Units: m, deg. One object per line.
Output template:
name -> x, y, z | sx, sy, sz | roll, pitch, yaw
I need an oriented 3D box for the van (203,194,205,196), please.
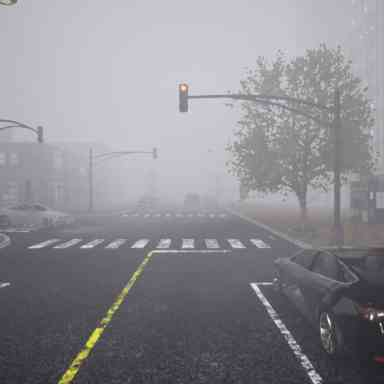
van -> 2.624, 1.345, 49.325 | 1.690, 1.788, 3.998 | 0, 0, 0

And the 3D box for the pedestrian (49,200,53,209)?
pedestrian -> -12.792, 1.319, 30.201 | 0.375, 1.300, 0.375 | 0, -1, -1

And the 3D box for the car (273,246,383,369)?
car -> 2.687, 1.566, 5.744 | 1.947, 1.339, 4.313 | 0, 0, 0

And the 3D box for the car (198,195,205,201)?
car -> 2.567, 1.534, 88.352 | 1.752, 1.417, 4.829 | 0, 0, 0

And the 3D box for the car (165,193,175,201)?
car -> -5.813, 1.324, 88.167 | 2.192, 1.841, 5.009 | 0, 0, 0

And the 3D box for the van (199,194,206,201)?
van -> 2.576, 1.349, 82.631 | 1.690, 1.788, 3.998 | 0, 0, 0

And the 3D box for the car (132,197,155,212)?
car -> -5.741, 1.584, 38.208 | 1.802, 1.307, 4.206 | 0, 0, 0

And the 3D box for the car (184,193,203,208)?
car -> 0.037, 1.225, 47.754 | 2.150, 2.045, 5.566 | 0, 0, 0

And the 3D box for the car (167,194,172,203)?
car -> -5.789, 1.532, 71.344 | 1.752, 1.417, 4.829 | 0, 0, 0

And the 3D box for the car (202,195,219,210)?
car -> 2.631, 1.528, 43.943 | 1.752, 1.417, 4.829 | 0, 0, 0

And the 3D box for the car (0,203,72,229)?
car -> -9.879, 1.441, 20.760 | 4.674, 1.442, 1.812 | 2, 0, 10

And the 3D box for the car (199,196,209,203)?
car -> 2.591, 1.572, 71.529 | 1.947, 1.339, 4.313 | 0, 0, 0

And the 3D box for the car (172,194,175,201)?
car -> -5.806, 1.559, 82.616 | 2.008, 1.369, 4.403 | 0, 0, 0

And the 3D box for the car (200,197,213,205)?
car -> 2.607, 1.556, 60.427 | 2.008, 1.369, 4.403 | 0, 0, 0

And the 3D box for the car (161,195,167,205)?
car -> -5.765, 1.555, 54.861 | 2.008, 1.369, 4.403 | 0, 0, 0

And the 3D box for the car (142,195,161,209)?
car -> -5.748, 1.318, 43.759 | 2.192, 1.841, 5.009 | 0, 0, 0
